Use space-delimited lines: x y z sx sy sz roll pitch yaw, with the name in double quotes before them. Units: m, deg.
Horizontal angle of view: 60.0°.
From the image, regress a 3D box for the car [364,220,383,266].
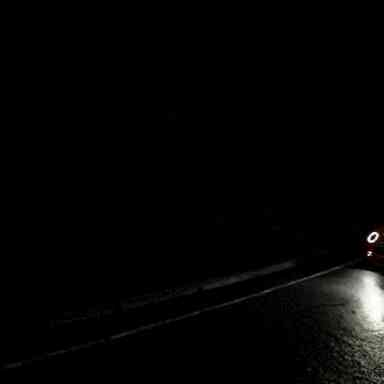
"car" 7.101 1.285 10.324 4.553 1.767 2.097 -1 1 -44
